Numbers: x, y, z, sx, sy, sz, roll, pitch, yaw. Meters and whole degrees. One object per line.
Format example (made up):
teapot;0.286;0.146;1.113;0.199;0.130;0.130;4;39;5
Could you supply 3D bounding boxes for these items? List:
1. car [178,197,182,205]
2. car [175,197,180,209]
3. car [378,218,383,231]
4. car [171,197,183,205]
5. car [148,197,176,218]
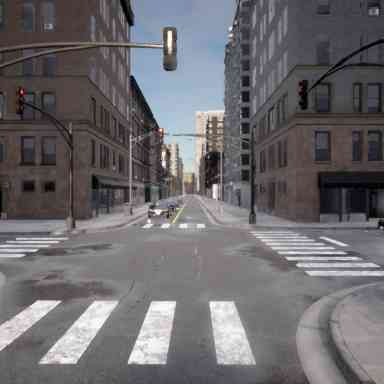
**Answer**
car;-2.810;1.555;49.091;1.812;1.442;4.674;0;0;0
car;-2.824;1.617;39.214;1.895;1.301;4.718;0;0;0
car;12.379;1.563;17.894;4.313;1.339;1.947;0;0;0
car;-2.740;1.576;61.175;1.812;1.442;4.674;0;0;0
car;-2.836;1.499;30.020;2.128;1.511;4.902;0;0;0
